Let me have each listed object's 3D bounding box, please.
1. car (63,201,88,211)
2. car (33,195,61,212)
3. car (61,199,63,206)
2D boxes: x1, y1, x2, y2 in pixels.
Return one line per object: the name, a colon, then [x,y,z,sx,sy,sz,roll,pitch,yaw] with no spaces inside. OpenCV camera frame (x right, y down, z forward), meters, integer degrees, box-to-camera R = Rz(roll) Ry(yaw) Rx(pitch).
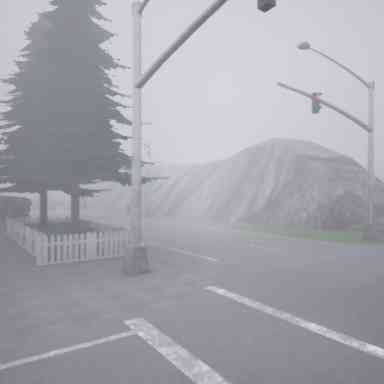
car: [-15.161,1.774,44.071,1.812,1.442,4.674,0,-1,-35]
car: [-19.546,1.456,44.112,2.150,2.045,5.566,0,0,-35]
car: [-21.499,1.775,53.036,1.812,1.442,4.674,0,0,-35]
